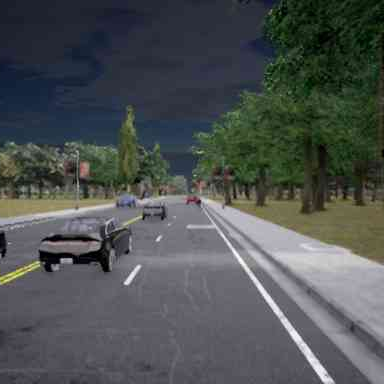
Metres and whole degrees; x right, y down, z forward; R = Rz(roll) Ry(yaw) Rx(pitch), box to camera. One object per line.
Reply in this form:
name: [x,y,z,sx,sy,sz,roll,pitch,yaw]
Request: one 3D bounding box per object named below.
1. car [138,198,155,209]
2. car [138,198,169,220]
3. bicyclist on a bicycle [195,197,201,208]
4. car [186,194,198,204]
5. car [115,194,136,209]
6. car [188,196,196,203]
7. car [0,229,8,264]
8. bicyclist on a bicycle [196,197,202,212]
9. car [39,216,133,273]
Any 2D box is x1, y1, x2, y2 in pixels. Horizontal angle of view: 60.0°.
car: [-6.574,1.683,48.484,1.812,1.442,4.674,0,0,0]
car: [-3.148,1.583,28.948,2.128,1.511,4.902,0,0,0]
bicyclist on a bicycle: [0.914,1.599,50.073,0.866,1.612,1.509,0,0,0]
car: [0.019,1.433,67.710,2.150,2.045,5.566,0,-2,0]
car: [-9.821,1.383,49.719,2.150,2.045,5.566,0,0,0]
car: [0.005,1.736,78.429,1.882,1.535,5.008,0,0,0]
car: [-6.600,1.502,8.150,1.882,1.535,5.008,0,0,0]
bicyclist on a bicycle: [0.896,1.502,40.736,0.659,1.776,1.843,0,0,0]
car: [-3.150,1.524,10.770,2.128,1.511,4.902,0,0,0]
